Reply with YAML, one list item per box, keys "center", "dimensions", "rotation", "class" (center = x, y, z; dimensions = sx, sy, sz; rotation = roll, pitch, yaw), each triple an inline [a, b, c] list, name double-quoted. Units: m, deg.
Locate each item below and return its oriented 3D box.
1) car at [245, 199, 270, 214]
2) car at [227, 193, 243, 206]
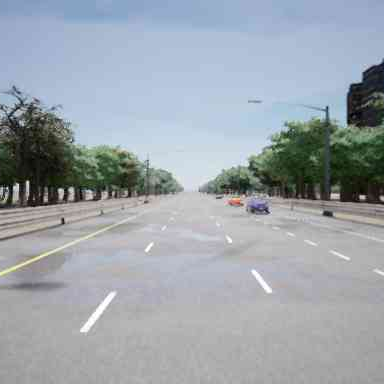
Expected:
- center: [7.046, 1.535, 36.057]
  dimensions: [1.812, 1.442, 4.674]
  rotation: [0, 0, 0]
  class: "car"
- center: [7.089, 1.352, 54.989]
  dimensions: [2.097, 1.767, 4.553]
  rotation: [0, 0, 0]
  class: "car"
